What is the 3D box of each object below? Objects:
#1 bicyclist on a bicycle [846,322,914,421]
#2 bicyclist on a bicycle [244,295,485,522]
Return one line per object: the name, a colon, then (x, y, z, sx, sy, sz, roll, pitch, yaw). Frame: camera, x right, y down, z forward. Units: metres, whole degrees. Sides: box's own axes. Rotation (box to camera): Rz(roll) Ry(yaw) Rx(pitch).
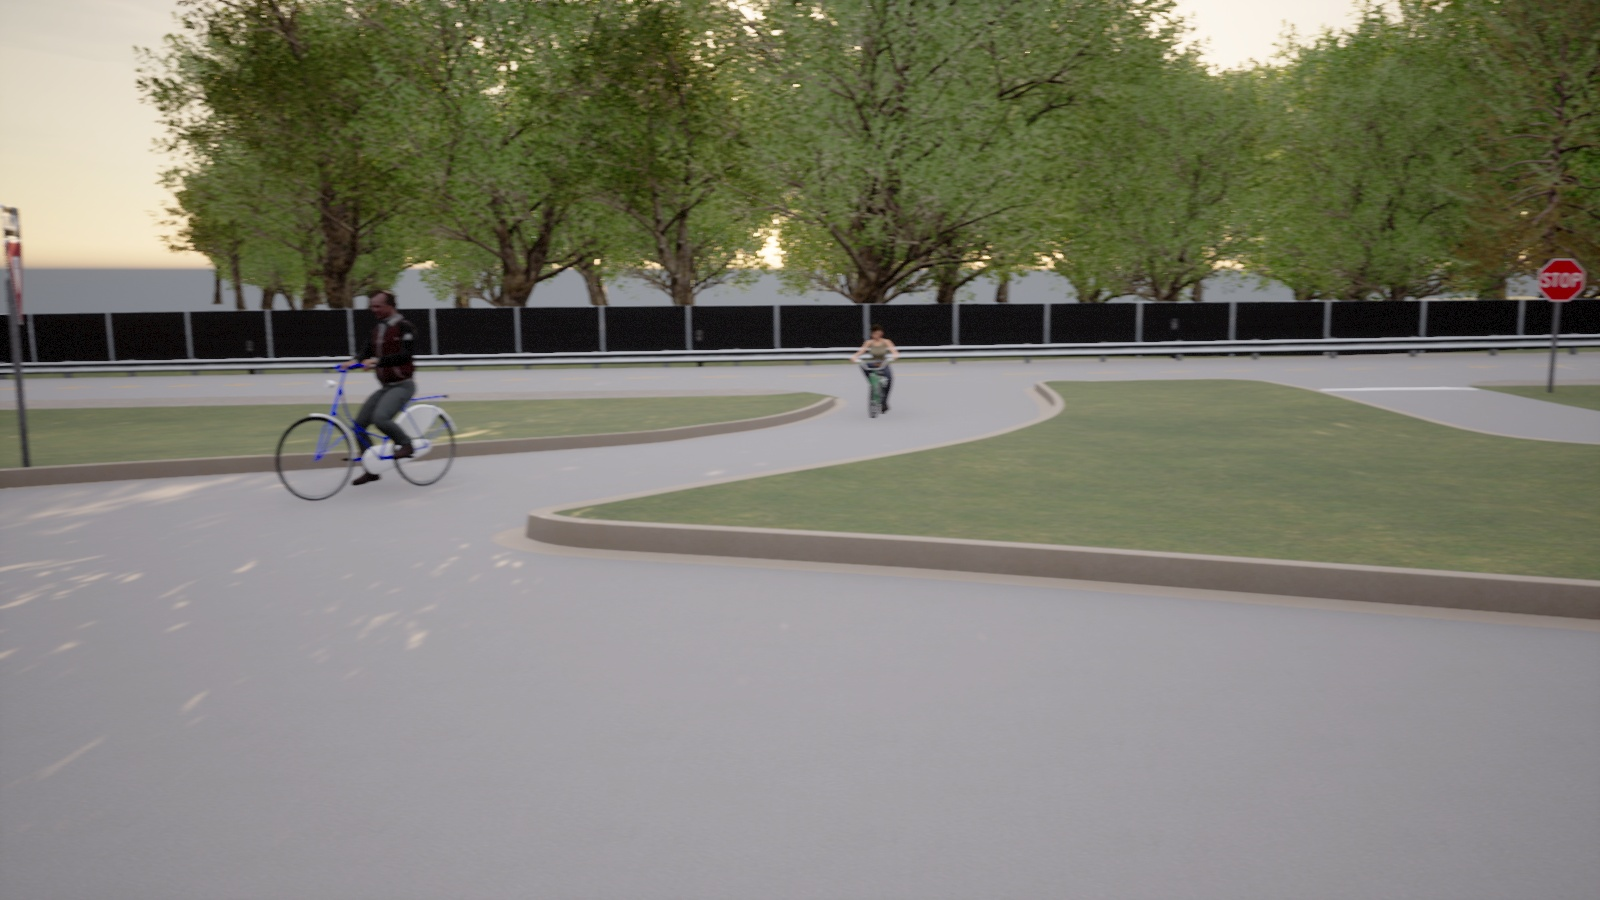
bicyclist on a bicycle: (1.408, -1.389, 21.803, 0.866, 1.612, 1.509, -2, 6, 14)
bicyclist on a bicycle: (-3.669, -0.413, 10.768, 0.659, 1.776, 1.843, 2, 7, 33)
